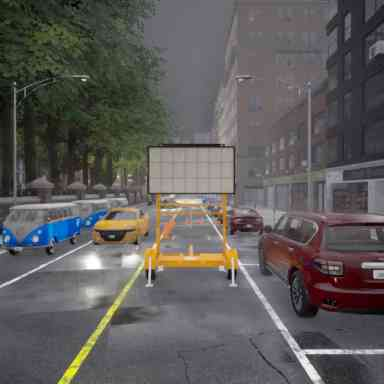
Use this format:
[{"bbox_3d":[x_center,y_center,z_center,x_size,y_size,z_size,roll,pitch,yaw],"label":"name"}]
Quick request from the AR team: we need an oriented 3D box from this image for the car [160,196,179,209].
[{"bbox_3d":[-3.081,1.528,43.704,1.994,1.385,4.181,0,0,0],"label":"car"}]

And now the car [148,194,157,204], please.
[{"bbox_3d":[-5.767,1.265,52.591,2.192,1.841,5.009,0,0,0],"label":"car"}]

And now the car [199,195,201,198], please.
[{"bbox_3d":[2.748,1.505,58.308,1.947,1.339,4.313,0,0,0],"label":"car"}]

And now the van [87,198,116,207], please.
[{"bbox_3d":[-5.706,1.334,18.643,1.690,1.788,3.998,0,0,0],"label":"van"}]

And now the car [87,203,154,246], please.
[{"bbox_3d":[-3.128,1.473,15.481,1.882,1.535,5.008,0,0,0],"label":"car"}]

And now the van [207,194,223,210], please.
[{"bbox_3d":[2.789,1.317,35.666,1.690,1.788,3.998,0,0,0],"label":"van"}]

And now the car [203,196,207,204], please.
[{"bbox_3d":[2.779,1.513,41.326,1.887,1.381,4.507,0,0,0],"label":"car"}]

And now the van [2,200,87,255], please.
[{"bbox_3d":[-5.695,1.338,12.986,1.690,1.788,3.998,0,0,0],"label":"van"}]

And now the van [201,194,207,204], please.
[{"bbox_3d":[2.758,1.291,52.647,1.690,1.788,3.998,0,0,0],"label":"van"}]

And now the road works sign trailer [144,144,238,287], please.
[{"bbox_3d":[-0.017,0.462,9.312,2.380,3.560,2.880,0,0,0],"label":"road works sign trailer"}]

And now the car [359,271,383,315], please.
[{"bbox_3d":[2.851,1.582,1.703,1.802,1.307,4.206,0,0,0],"label":"car"}]

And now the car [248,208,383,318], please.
[{"bbox_3d":[2.840,1.314,7.363,2.192,1.841,5.009,0,0,0],"label":"car"}]

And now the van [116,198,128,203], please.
[{"bbox_3d":[-5.716,1.329,24.301,1.690,1.788,3.998,0,0,0],"label":"van"}]

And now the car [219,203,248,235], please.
[{"bbox_3d":[2.820,1.538,18.685,1.887,1.381,4.507,0,0,0],"label":"car"}]

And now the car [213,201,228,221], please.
[{"bbox_3d":[2.810,1.570,24.345,1.802,1.307,4.206,0,0,0],"label":"car"}]

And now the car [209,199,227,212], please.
[{"bbox_3d":[2.799,1.564,30.006,1.802,1.307,4.206,0,0,0],"label":"car"}]
